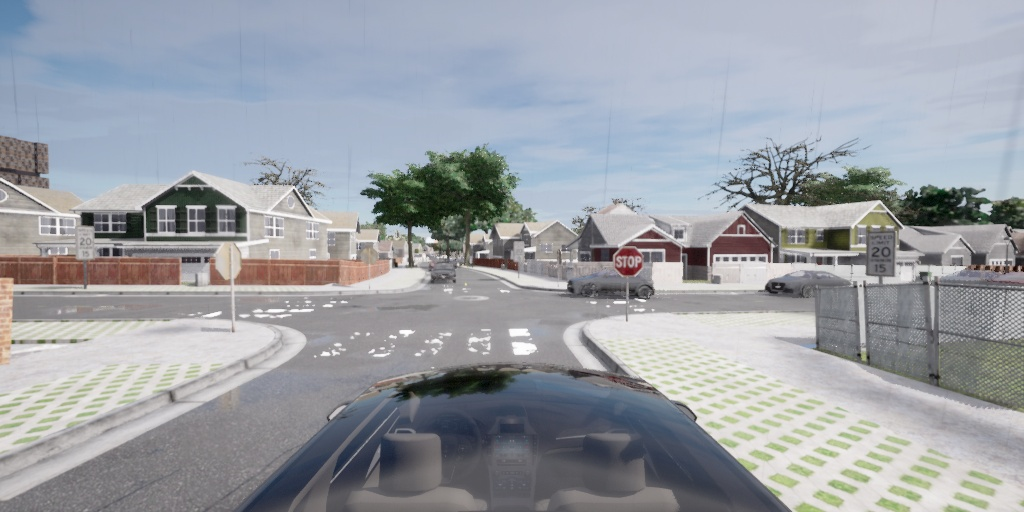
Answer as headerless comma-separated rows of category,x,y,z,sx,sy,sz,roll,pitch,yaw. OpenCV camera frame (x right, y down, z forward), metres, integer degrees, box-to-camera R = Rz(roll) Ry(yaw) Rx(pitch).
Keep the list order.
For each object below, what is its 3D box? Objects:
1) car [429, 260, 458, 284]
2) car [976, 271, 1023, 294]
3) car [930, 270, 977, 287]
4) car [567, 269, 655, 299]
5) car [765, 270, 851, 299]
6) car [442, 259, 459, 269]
car,-5.271,1.261,27.718,1.837,1.490,4.892,0,0,-10
car,28.088,1.639,19.400,4.674,1.442,1.812,1,1,-15
car,29.322,1.621,22.784,5.357,1.411,2.033,1,1,-16
car,4.898,1.349,17.906,4.181,1.385,1.994,1,1,-1
car,16.137,1.491,19.557,4.181,1.385,1.994,1,1,-13
car,-9.984,1.230,57.709,2.128,1.511,4.902,0,0,-17
